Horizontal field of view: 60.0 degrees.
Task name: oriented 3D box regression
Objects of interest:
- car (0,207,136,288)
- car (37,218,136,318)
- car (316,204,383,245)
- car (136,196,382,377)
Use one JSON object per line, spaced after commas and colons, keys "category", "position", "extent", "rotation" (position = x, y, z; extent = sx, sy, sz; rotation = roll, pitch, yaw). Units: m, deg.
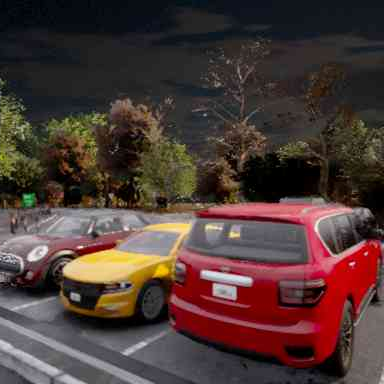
{"category": "car", "position": [-2.971, 1.359, 9.330], "extent": [2.185, 1.767, 4.553], "rotation": [0, 0, 35]}
{"category": "car", "position": [-0.499, 1.471, 7.567], "extent": [2.097, 1.535, 5.008], "rotation": [0, 0, 35]}
{"category": "car", "position": [8.009, 1.467, 16.572], "extent": [2.231, 1.521, 4.892], "rotation": [0, 0, 35]}
{"category": "car", "position": [1.904, 1.208, 5.913], "extent": [2.435, 2.045, 5.566], "rotation": [0, 0, 35]}
